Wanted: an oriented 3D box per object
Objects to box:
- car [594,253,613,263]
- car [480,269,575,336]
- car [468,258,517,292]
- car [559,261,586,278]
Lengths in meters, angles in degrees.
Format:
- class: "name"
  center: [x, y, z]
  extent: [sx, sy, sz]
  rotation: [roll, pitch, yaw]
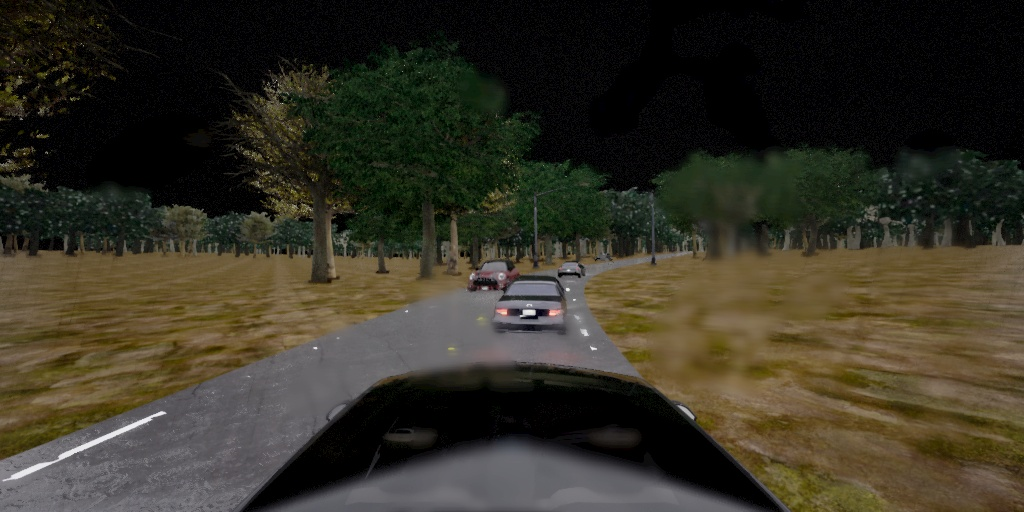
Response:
- class: "car"
  center: [14.849, 0.244, 58.055]
  extent: [1.837, 1.490, 4.892]
  rotation: [-1, 1, 33]
- class: "car"
  center: [0.688, 1.280, 10.384]
  extent: [2.033, 1.411, 5.357]
  rotation: [0, 0, 7]
- class: "car"
  center: [-0.923, 1.033, 20.313]
  extent: [2.097, 1.767, 4.553]
  rotation: [0, 0, 12]
- class: "car"
  center: [5.230, 1.126, 31.162]
  extent: [1.994, 1.385, 4.181]
  rotation: [0, 0, 18]
